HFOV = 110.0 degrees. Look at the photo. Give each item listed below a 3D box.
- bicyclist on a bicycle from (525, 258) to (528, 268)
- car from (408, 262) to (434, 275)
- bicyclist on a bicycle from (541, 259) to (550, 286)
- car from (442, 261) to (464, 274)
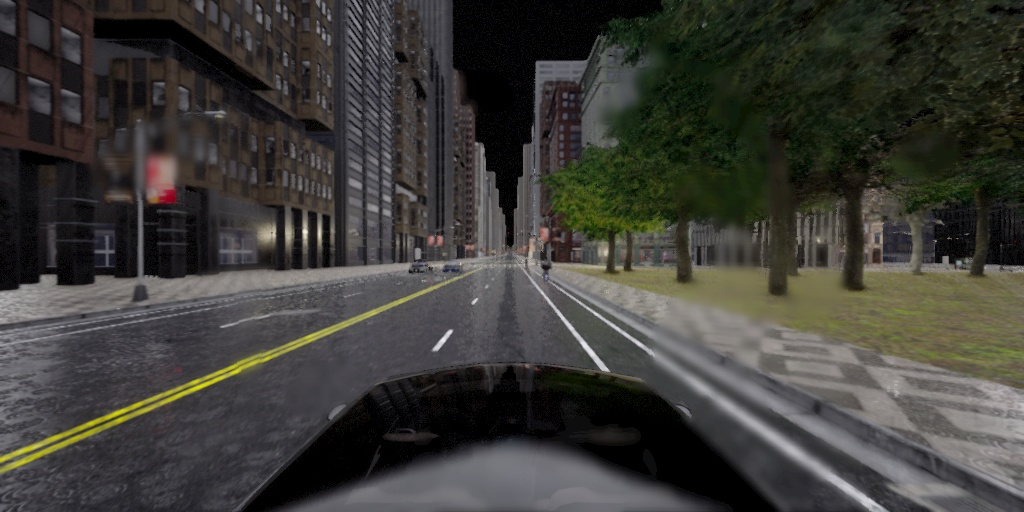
[{"bbox_3d":[2.262,1.203,55.975,0.582,1.620,1.656,0,0,0],"label":"bicyclist on a bicycle"},{"bbox_3d":[-9.826,1.295,38.887,1.994,1.385,4.181,0,0,0],"label":"car"},{"bbox_3d":[2.256,1.101,23.992,0.659,1.776,1.843,0,0,0],"label":"bicyclist on a bicycle"},{"bbox_3d":[-6.576,1.280,40.771,2.033,1.411,5.357,0,0,0],"label":"car"}]
